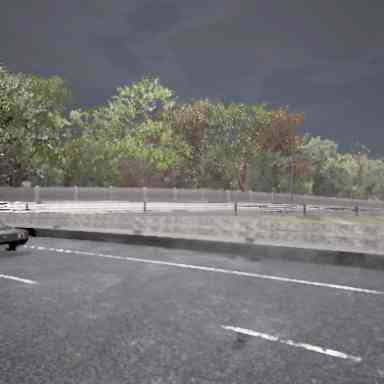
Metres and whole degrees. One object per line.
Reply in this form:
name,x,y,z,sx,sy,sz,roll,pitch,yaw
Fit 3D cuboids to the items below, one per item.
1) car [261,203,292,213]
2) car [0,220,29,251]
car,11.719,2.248,46.667,5.357,1.411,2.033,3,-2,-28
car,-8.692,1.689,12.981,4.718,1.301,1.895,0,0,28
